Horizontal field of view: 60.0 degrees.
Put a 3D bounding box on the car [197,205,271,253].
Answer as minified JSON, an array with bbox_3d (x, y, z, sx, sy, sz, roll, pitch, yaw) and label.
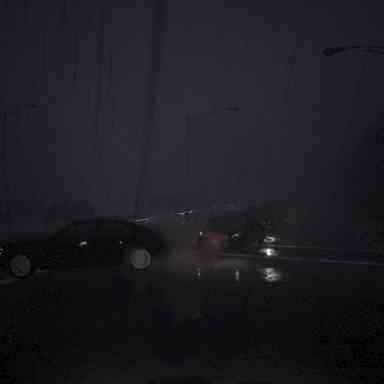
[{"bbox_3d":[1.804,1.514,13.906,1.812,1.442,4.674,0,0,24],"label":"car"}]

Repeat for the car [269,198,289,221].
[{"bbox_3d":[5.854,1.474,24.963,2.128,1.511,4.902,0,0,19],"label":"car"}]

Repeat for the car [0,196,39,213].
[{"bbox_3d":[-15.134,1.356,29.404,3.806,1.475,1.970,0,0,18],"label":"car"}]

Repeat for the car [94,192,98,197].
[{"bbox_3d":[-21.896,1.298,67.982,3.806,1.475,1.970,0,0,18],"label":"car"}]

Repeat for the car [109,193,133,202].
[{"bbox_3d":[-13.848,1.045,65.313,4.605,1.855,1.932,0,0,18],"label":"car"}]

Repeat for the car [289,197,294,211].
[{"bbox_3d":[9.764,1.543,36.568,1.994,1.385,4.181,0,0,19],"label":"car"}]

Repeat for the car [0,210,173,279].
[{"bbox_3d":[-3.089,1.475,9.893,5.008,1.535,1.882,0,0,-17],"label":"car"}]

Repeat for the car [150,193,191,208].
[{"bbox_3d":[-2.992,1.074,41.781,4.605,1.855,1.932,0,0,18],"label":"car"}]

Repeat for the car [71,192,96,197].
[{"bbox_3d":[-18.496,1.248,53.734,4.514,1.523,2.007,0,0,18],"label":"car"}]

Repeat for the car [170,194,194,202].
[{"bbox_3d":[-2.145,1.257,68.698,4.514,1.523,2.007,0,0,18],"label":"car"}]

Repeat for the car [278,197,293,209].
[{"bbox_3d":[13.034,1.481,46.286,1.837,1.490,4.892,0,0,19],"label":"car"}]

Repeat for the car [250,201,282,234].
[{"bbox_3d":[3.947,1.490,19.316,1.837,1.490,4.892,0,0,19],"label":"car"}]

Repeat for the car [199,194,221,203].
[{"bbox_3d":[3.367,1.201,62.977,3.806,1.475,1.970,0,0,18],"label":"car"}]

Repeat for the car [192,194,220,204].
[{"bbox_3d":[1.626,1.125,56.792,5.027,1.636,2.152,0,0,18],"label":"car"}]

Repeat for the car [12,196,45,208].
[{"bbox_3d":[-21.725,1.273,44.277,3.633,1.501,1.845,0,0,18],"label":"car"}]

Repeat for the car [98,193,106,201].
[{"bbox_3d":[-20.256,1.013,70.938,3.866,1.878,1.905,0,0,18],"label":"car"}]

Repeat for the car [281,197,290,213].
[{"bbox_3d":[7.728,1.486,30.528,1.837,1.490,4.892,0,0,19],"label":"car"}]

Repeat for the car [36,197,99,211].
[{"bbox_3d":[-9.052,1.356,24.212,3.633,1.501,1.845,0,0,18],"label":"car"}]
